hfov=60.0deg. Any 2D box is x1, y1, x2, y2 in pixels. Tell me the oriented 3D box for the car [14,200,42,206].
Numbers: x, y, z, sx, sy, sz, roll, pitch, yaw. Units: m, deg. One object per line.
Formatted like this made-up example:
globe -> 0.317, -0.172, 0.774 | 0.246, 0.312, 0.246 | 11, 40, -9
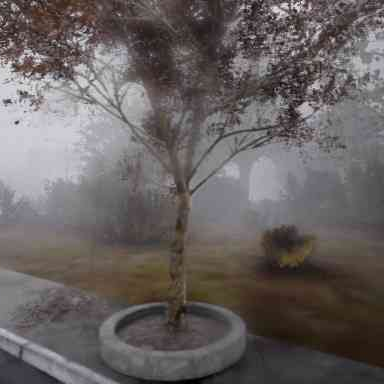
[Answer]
car -> -16.291, 1.548, 34.774 | 2.128, 1.511, 4.902 | 0, 0, 32
